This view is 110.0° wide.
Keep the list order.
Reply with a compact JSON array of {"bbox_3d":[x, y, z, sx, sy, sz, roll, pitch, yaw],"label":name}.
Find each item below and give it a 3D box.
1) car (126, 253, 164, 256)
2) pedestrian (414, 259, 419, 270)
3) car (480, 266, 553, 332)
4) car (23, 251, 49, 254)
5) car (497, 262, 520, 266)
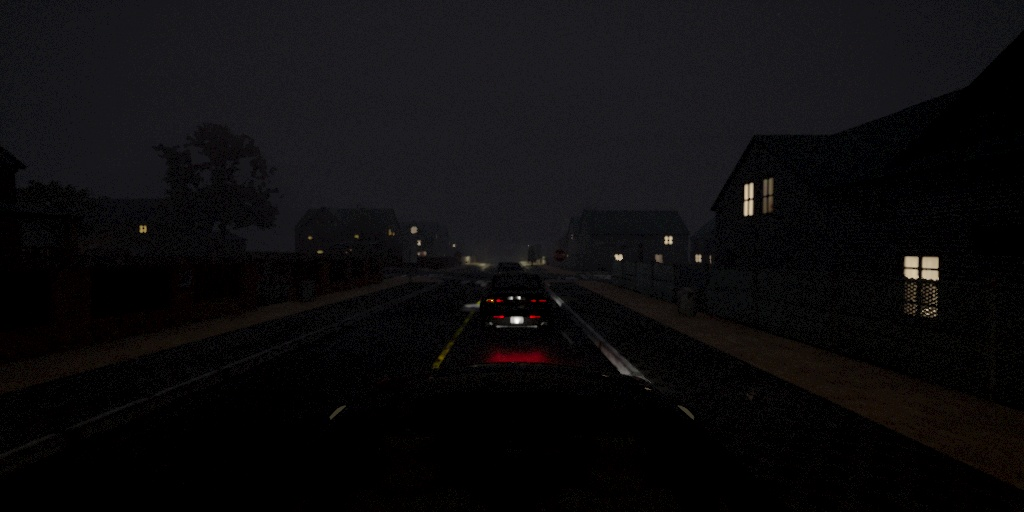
[{"bbox_3d":[-30.692,0.545,30.407,4.892,1.490,1.837,1,2,1],"label":"car"},{"bbox_3d":[-9.651,0.446,35.900,0.375,1.860,0.375,0,0,1],"label":"pedestrian"},{"bbox_3d":[0.109,1.208,10.615,1.837,1.490,4.892,0,0,0],"label":"car"},{"bbox_3d":[-45.125,0.227,33.543,5.357,1.411,2.033,1,2,2],"label":"car"},{"bbox_3d":[-0.247,1.144,23.642,1.837,1.490,4.892,0,0,-5],"label":"car"}]
